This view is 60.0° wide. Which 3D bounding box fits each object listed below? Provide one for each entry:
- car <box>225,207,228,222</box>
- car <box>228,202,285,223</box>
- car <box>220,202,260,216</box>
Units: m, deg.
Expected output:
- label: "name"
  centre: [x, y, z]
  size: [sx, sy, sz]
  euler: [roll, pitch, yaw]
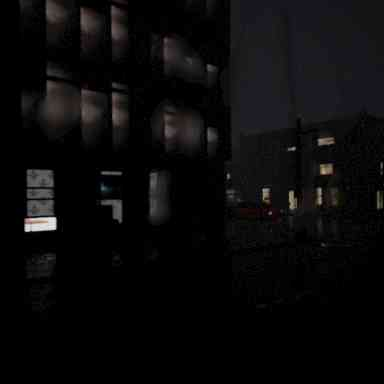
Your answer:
- label: "car"
  centre: [1.854, 1.920, 28.713]
  size: [1.947, 1.339, 4.313]
  euler: [-2, 0, -37]
- label: "car"
  centre: [5.629, 1.635, 28.226]
  size: [2.097, 1.767, 4.553]
  euler: [-1, 0, -37]
- label: "car"
  centre: [5.464, 1.898, 38.312]
  size: [2.008, 1.369, 4.403]
  euler: [-2, 0, -37]
